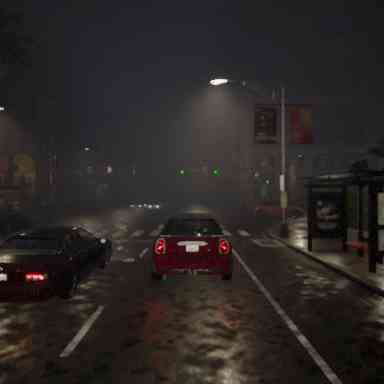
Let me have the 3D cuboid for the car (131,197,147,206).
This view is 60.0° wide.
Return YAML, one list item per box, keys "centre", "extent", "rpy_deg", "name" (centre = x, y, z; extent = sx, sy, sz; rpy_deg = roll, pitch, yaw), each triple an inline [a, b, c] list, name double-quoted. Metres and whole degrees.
- centre: [-11.188, 1.869, 68.822]
  extent: [2.097, 1.767, 4.553]
  rpy_deg: [0, 0, -1]
  name: "car"

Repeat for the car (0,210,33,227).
- centre: [-10.777, 1.706, 18.879]
  extent: [1.994, 1.385, 4.181]
  rpy_deg: [0, 0, -1]
  name: "car"

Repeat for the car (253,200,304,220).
- centre: [7.962, 1.581, 30.765]
  extent: [4.553, 1.767, 2.097]
  rpy_deg: [0, -1, 5]
  name: "car"

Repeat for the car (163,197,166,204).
- centre: [-7.794, 2.069, 79.177]
  extent: [1.882, 1.535, 5.008]
  rpy_deg: [0, 0, -1]
  name: "car"

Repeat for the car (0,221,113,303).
- centre: [-3.496, 1.613, 8.547]
  extent: [2.033, 1.411, 5.357]
  rpy_deg: [0, 0, 0]
  name: "car"

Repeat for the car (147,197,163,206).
- centre: [-7.690, 2.112, 69.064]
  extent: [1.895, 1.301, 4.718]
  rpy_deg: [0, 0, -1]
  name: "car"

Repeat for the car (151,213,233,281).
- centre: [-0.008, 1.429, 10.303]
  extent: [2.097, 1.767, 4.553]
  rpy_deg: [0, -1, 0]
  name: "car"

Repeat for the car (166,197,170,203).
- centre: [-7.045, 2.190, 89.261]
  extent: [1.812, 1.442, 4.674]
  rpy_deg: [0, 0, 9]
  name: "car"

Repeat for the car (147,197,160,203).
- centre: [-10.429, 2.198, 90.177]
  extent: [2.128, 1.511, 4.902]
  rpy_deg: [0, 0, 9]
  name: "car"

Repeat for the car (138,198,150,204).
- centre: [-11.287, 2.115, 79.027]
  extent: [2.128, 1.511, 4.902]
  rpy_deg: [0, 0, -1]
  name: "car"
